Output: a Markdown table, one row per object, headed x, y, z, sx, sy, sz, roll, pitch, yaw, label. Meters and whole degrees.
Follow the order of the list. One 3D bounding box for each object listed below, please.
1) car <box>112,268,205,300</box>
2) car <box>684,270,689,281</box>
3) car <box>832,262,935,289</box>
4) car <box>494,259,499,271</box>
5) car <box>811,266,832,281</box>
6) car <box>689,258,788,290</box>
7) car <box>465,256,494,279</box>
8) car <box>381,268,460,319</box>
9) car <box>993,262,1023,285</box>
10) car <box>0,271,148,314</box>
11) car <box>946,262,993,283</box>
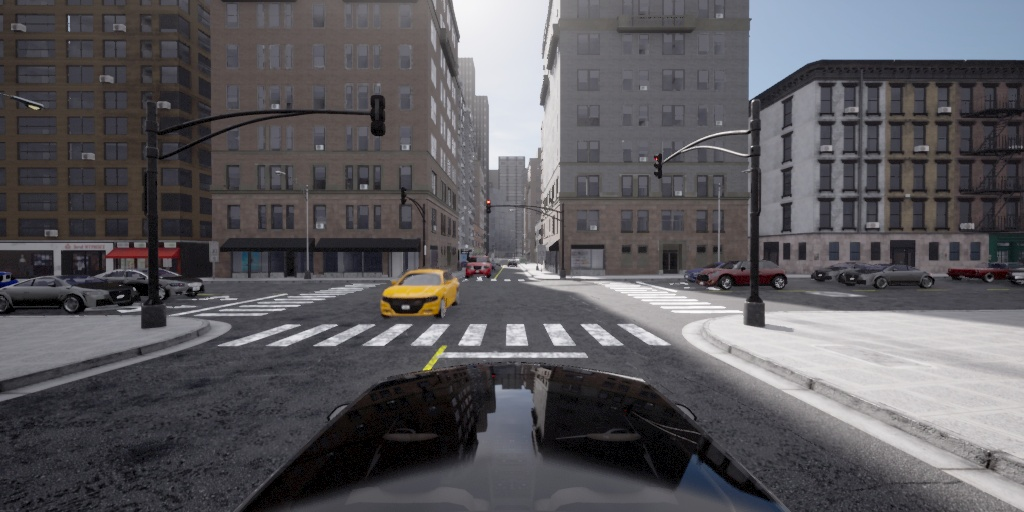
| x | y | z | sx | sy | sz | roll | pitch | yaw | label |
| --- | --- | --- | --- | --- | --- | --- | --- | --- | --- |
| -17.794 | 1.335 | 17.474 | 4.902 | 1.511 | 2.128 | 0 | 1 | 1 | car |
| 14.176 | 1.127 | 24.324 | 4.674 | 1.442 | 1.812 | 0 | 1 | 0 | car |
| 21.992 | 1.148 | 21.115 | 4.181 | 1.385 | 1.994 | 0 | 1 | -1 | car |
| -3.119 | 1.363 | 48.536 | 1.895 | 1.301 | 4.718 | 0 | 0 | 0 | car |
| 22.923 | 1.106 | 24.375 | 4.181 | 1.385 | 1.994 | 0 | 1 | -1 | car |
| 13.349 | 0.994 | 21.048 | 4.553 | 1.767 | 2.097 | 0 | 1 | -1 | car |
| -3.028 | 0.975 | 33.200 | 2.150 | 2.045 | 5.566 | 0 | 0 | -2 | car |
| -3.098 | 1.226 | 12.950 | 1.882 | 1.535 | 5.008 | 0 | 0 | 0 | car |
| 32.389 | 1.002 | 21.156 | 4.902 | 1.511 | 2.128 | 0 | 1 | 0 | car |
| -17.525 | 1.441 | 14.215 | 4.181 | 1.385 | 1.994 | 0 | 1 | 0 | car |
| 32.843 | 1.073 | 24.408 | 4.718 | 1.301 | 1.895 | 0 | 1 | 0 | car |
